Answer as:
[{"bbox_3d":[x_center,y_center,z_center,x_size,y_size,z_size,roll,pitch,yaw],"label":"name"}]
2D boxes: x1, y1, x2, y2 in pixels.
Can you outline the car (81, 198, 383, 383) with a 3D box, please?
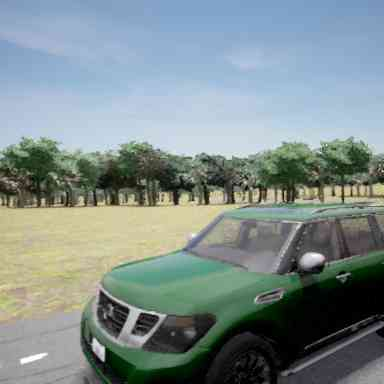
[{"bbox_3d":[1.316,1.220,4.933,5.566,2.045,2.150,0,0,-36],"label":"car"}]
